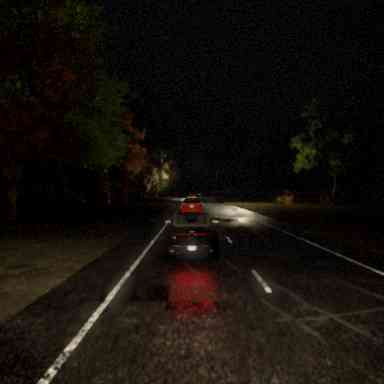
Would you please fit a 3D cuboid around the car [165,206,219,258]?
[{"bbox_3d":[-0.004,1.509,12.845,1.837,1.490,4.892,0,0,0],"label":"car"}]

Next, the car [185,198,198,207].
[{"bbox_3d":[-0.023,1.601,50.770,1.895,1.301,4.718,0,0,0],"label":"car"}]

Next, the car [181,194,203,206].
[{"bbox_3d":[-0.016,1.355,32.769,2.097,1.767,4.553,0,0,0],"label":"car"}]
